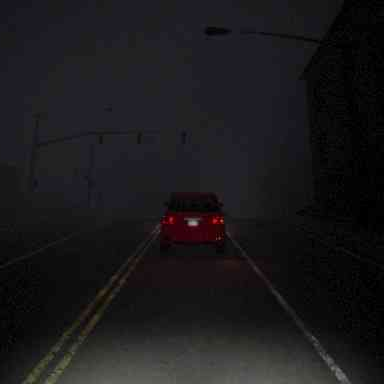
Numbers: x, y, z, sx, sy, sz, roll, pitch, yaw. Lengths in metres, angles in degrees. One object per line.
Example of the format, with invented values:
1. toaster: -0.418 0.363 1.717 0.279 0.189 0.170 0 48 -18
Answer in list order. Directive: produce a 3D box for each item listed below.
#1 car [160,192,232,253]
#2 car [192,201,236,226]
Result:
1. car: 0.057 1.009 12.883 2.150 2.045 5.566 1 1 0
2. car: 2.112 2.043 30.681 2.128 1.511 4.902 -7 -14 28
